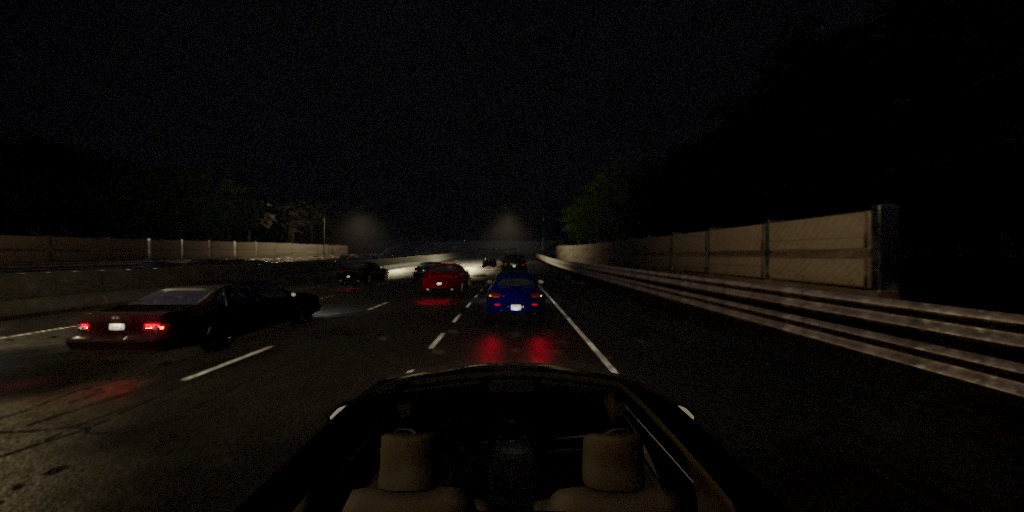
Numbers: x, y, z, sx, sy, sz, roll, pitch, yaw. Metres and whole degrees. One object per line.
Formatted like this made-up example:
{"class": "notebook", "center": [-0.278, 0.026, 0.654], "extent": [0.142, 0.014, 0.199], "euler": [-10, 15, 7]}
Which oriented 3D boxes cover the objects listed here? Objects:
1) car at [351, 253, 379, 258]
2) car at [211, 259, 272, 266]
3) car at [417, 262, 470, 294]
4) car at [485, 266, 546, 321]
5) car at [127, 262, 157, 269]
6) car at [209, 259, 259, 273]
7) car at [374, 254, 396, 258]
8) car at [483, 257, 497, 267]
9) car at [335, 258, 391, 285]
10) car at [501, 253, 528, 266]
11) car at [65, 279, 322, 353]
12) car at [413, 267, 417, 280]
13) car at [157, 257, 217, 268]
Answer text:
{"class": "car", "center": [-24.180, 0.687, 59.503], "extent": [1.882, 1.535, 5.008], "euler": [0, 2, 1]}
{"class": "car", "center": [-21.016, 1.155, 28.779], "extent": [1.837, 1.490, 4.892], "euler": [0, 0, 0]}
{"class": "car", "center": [-3.468, 1.164, 19.602], "extent": [1.882, 1.535, 5.008], "euler": [0, 0, 0]}
{"class": "car", "center": [0.113, 1.238, 12.174], "extent": [1.812, 1.442, 4.674], "euler": [0, 0, 0]}
{"class": "car", "center": [-28.021, 1.199, 28.053], "extent": [2.033, 1.411, 5.357], "euler": [0, 0, 1]}
{"class": "car", "center": [-31.415, 1.059, 40.753], "extent": [1.837, 1.490, 4.892], "euler": [0, 0, 1]}
{"class": "car", "center": [-20.673, 0.700, 59.781], "extent": [1.837, 1.490, 4.892], "euler": [0, 4, 1]}
{"class": "car", "center": [-3.237, 0.854, 52.710], "extent": [2.128, 1.511, 4.902], "euler": [0, 1, 1]}
{"class": "car", "center": [-10.344, 1.142, 25.153], "extent": [1.882, 1.535, 5.008], "euler": [0, 0, 0]}
{"class": "car", "center": [0.198, 0.864, 30.783], "extent": [2.150, 2.045, 5.566], "euler": [0, 0, 1]}
{"class": "car", "center": [-6.896, 1.272, 8.774], "extent": [2.033, 1.411, 5.357], "euler": [0, 0, 0]}
{"class": "car", "center": [-6.819, 1.192, 30.140], "extent": [2.033, 1.411, 5.357], "euler": [0, 0, 0]}
{"class": "car", "center": [-24.517, 1.003, 28.319], "extent": [2.097, 1.767, 4.553], "euler": [0, 0, 0]}
